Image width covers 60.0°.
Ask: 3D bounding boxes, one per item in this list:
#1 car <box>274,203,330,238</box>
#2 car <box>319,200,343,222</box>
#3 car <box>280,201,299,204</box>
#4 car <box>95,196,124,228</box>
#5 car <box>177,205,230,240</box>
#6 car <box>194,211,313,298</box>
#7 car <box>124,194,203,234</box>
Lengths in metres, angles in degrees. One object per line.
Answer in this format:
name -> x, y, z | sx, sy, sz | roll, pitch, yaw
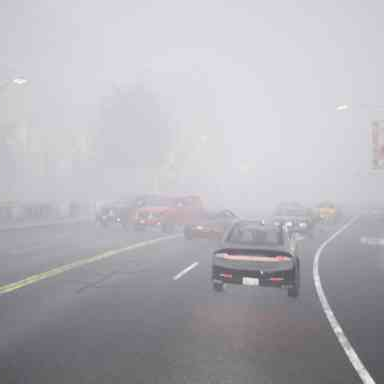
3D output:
car -> 5.708, 1.524, 17.563 | 2.033, 1.411, 5.357 | 0, 0, 29
car -> 10.803, 1.421, 26.477 | 1.801, 1.575, 5.366 | 0, 0, 31
car -> 8.796, 1.508, 29.779 | 2.033, 1.411, 5.357 | 0, 0, 30
car -> -3.844, 1.180, 22.241 | 2.150, 2.045, 5.566 | 0, 0, 31
car -> 1.261, 1.542, 16.405 | 1.994, 1.385, 4.181 | 0, 0, 27
car -> 1.775, 1.480, 8.640 | 2.128, 1.511, 4.902 | 0, 0, 16
car -> -1.219, 1.201, 19.771 | 2.150, 2.045, 5.566 | 0, 0, 30
